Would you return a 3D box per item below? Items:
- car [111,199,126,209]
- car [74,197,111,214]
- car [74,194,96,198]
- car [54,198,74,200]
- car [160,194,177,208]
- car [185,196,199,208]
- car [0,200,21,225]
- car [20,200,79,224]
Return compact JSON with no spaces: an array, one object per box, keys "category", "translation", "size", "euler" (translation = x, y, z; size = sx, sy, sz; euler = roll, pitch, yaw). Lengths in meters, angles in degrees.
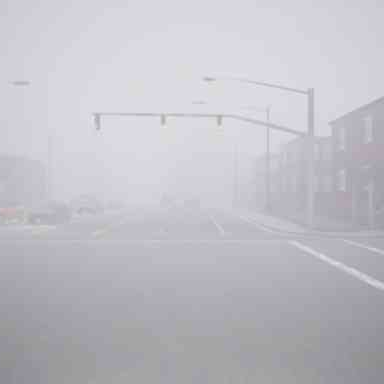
[{"category":"car","translation":[-10.549,1.633,45.797],"size":[1.895,1.301,4.718],"euler":[0,0,1]},{"category":"car","translation":[-10.599,1.572,35.550],"size":[2.033,1.411,5.357],"euler":[0,0,0]},{"category":"car","translation":[-14.059,1.252,43.617],"size":[2.150,2.045,5.566],"euler":[0,0,1]},{"category":"car","translation":[-14.097,1.515,33.382],"size":[2.128,1.511,4.902],"euler":[0,0,0]},{"category":"car","translation":[-3.507,1.255,50.083],"size":[2.150,2.045,5.566],"euler":[0,0,0]},{"category":"car","translation":[-0.006,1.385,50.059],"size":[2.097,1.767,4.553],"euler":[0,0,0]},{"category":"car","translation":[-14.115,1.370,24.237],"size":[2.097,1.767,4.553],"euler":[0,0,0]},{"category":"car","translation":[-10.639,1.566,25.413],"size":[2.033,1.411,5.357],"euler":[0,0,-3]}]
